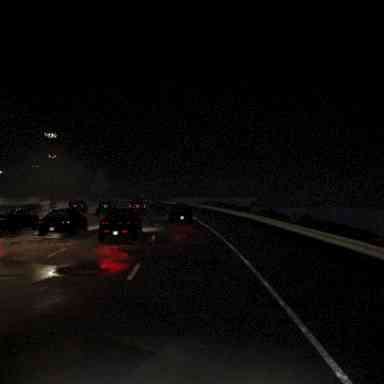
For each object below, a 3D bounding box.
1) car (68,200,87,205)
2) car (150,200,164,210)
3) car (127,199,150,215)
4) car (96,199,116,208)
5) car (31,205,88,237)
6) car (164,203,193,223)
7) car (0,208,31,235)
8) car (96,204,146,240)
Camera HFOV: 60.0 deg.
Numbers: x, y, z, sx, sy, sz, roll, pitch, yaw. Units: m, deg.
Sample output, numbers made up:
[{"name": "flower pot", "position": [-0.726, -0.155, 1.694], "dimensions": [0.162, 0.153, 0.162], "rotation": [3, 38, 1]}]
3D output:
[{"name": "car", "position": [-13.851, 1.687, 40.224], "dimensions": [2.097, 1.767, 4.553], "rotation": [0, 0, -12]}, {"name": "car", "position": [-5.315, 1.907, 49.966], "dimensions": [1.994, 1.385, 4.181], "rotation": [0, 0, -15]}, {"name": "car", "position": [-6.333, 1.628, 38.174], "dimensions": [2.097, 1.767, 4.553], "rotation": [0, 0, -11]}, {"name": "car", "position": [-10.092, 1.657, 39.150], "dimensions": [2.097, 1.767, 4.553], "rotation": [0, 0, -11]}, {"name": "car", "position": [-7.327, 1.691, 19.204], "dimensions": [1.812, 1.442, 4.674], "rotation": [0, 0, -5]}, {"name": "car", "position": [-1.055, 1.683, 27.440], "dimensions": [1.837, 1.490, 4.892], "rotation": [1, 0, -7]}, {"name": "car", "position": [-10.910, 1.685, 20.129], "dimensions": [2.128, 1.511, 4.902], "rotation": [0, 0, -5]}, {"name": "car", "position": [-3.711, 1.639, 17.739], "dimensions": [1.837, 1.490, 4.892], "rotation": [1, 0, -4]}]
